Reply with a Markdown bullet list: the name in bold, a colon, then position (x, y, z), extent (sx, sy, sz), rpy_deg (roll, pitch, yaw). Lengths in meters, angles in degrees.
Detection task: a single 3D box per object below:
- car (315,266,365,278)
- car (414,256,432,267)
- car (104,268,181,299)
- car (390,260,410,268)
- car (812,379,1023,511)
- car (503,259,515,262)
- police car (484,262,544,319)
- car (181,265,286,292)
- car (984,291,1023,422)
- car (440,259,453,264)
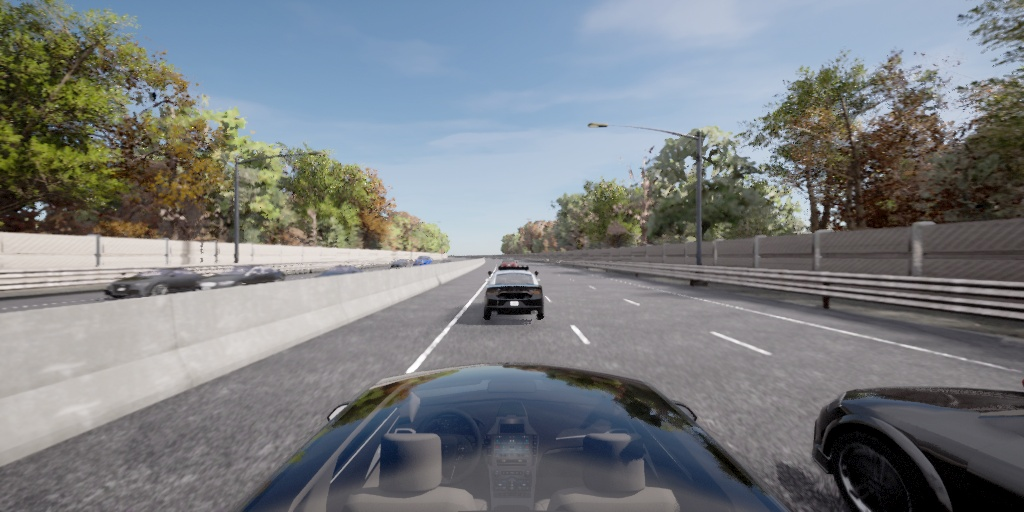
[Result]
- **car**: position (-10.738, 1.323, 22.710), extent (1.994, 1.385, 4.181), rpy_deg (0, 0, -1)
- **car**: position (-15.044, 0.989, 61.112), extent (2.150, 2.045, 5.566), rpy_deg (0, 0, -1)
- **car**: position (-17.689, 1.323, 18.214), extent (1.994, 1.385, 4.181), rpy_deg (0, 0, -1)
- **car**: position (-18.494, 1.314, 59.496), extent (2.033, 1.411, 5.357), rpy_deg (0, 0, -1)
- **car**: position (3.591, 1.313, 1.353), extent (1.994, 1.385, 4.181), rpy_deg (0, 0, 0)
- **car**: position (-0.400, 1.117, 43.038), extent (2.097, 1.767, 4.553), rpy_deg (0, 0, -1)
- **police car**: position (0.053, 1.179, 13.018), extent (1.930, 1.638, 5.238), rpy_deg (0, 0, 0)
- **car**: position (-14.198, 1.250, 19.102), extent (2.128, 1.511, 4.902), rpy_deg (0, 0, -1)
- **car**: position (7.092, 1.225, 2.164), extent (1.882, 1.535, 5.008), rpy_deg (0, 0, 0)
- **car**: position (-11.635, 1.291, 63.916), extent (1.837, 1.490, 4.892), rpy_deg (0, 0, -1)
